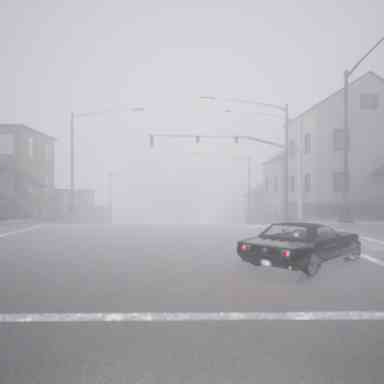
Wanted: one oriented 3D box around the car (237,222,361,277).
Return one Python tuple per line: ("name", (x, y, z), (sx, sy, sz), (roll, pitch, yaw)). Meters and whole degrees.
("car", (3.529, 1.588, 10.314), (1.895, 1.301, 4.718), (0, 0, 45))
